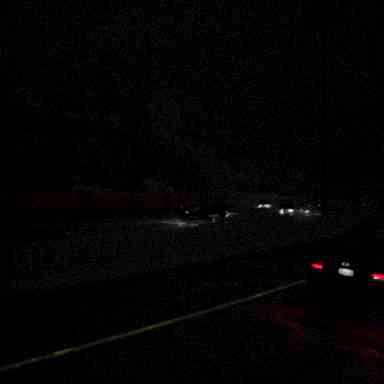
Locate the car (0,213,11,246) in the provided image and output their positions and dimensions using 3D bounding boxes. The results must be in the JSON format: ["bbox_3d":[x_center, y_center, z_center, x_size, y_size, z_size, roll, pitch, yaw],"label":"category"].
[{"bbox_3d":[-10.356,1.660,13.902,4.718,1.301,1.895,0,0,-37],"label":"car"}]

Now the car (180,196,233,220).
[{"bbox_3d":[1.196,1.363,30.349,2.150,2.045,5.566,0,0,36],"label":"car"}]

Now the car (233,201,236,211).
[{"bbox_3d":[4.294,1.705,42.675,1.837,1.490,4.892,0,0,24],"label":"car"}]

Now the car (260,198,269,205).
[{"bbox_3d":[15.072,1.907,69.123,1.895,1.301,4.718,0,0,12],"label":"car"}]

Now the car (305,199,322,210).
[{"bbox_3d":[16.849,1.729,46.253,1.837,1.490,4.892,0,0,17],"label":"car"}]

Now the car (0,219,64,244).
[{"bbox_3d":[-7.251,1.652,11.874,4.718,1.301,1.895,0,0,-38],"label":"car"}]

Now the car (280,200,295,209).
[{"bbox_3d":[13.951,1.798,48.754,1.994,1.385,4.181,0,0,16],"label":"car"}]

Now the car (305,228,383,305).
[{"bbox_3d":[4.806,1.588,8.040,5.357,1.411,2.033,0,0,-42],"label":"car"}]
